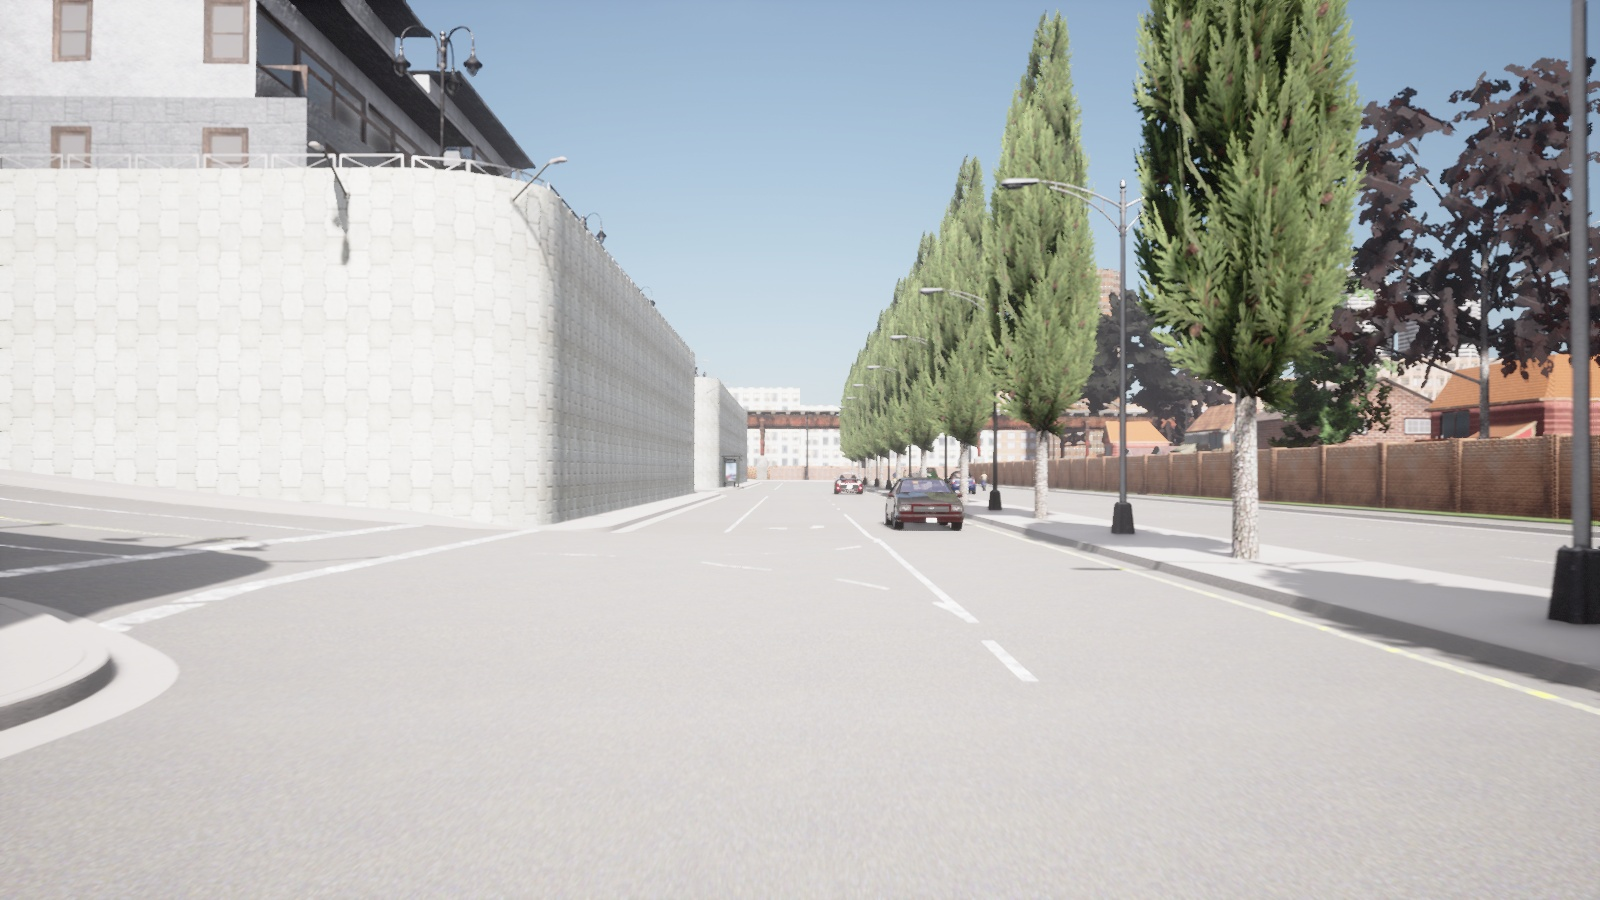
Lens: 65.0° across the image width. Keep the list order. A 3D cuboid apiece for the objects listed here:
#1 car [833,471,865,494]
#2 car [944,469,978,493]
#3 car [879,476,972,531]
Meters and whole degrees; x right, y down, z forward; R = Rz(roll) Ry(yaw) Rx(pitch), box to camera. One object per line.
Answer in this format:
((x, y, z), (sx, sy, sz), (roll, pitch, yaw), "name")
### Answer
((3.262, 2.178, 84.616), (1.970, 1.475, 3.806), (0, -1, 0), "car")
((11.251, 2.145, 88.213), (1.851, 1.617, 3.988), (0, -1, 0), "car")
((3.400, 1.435, 35.053), (2.033, 1.411, 5.357), (0, -1, 0), "car")
